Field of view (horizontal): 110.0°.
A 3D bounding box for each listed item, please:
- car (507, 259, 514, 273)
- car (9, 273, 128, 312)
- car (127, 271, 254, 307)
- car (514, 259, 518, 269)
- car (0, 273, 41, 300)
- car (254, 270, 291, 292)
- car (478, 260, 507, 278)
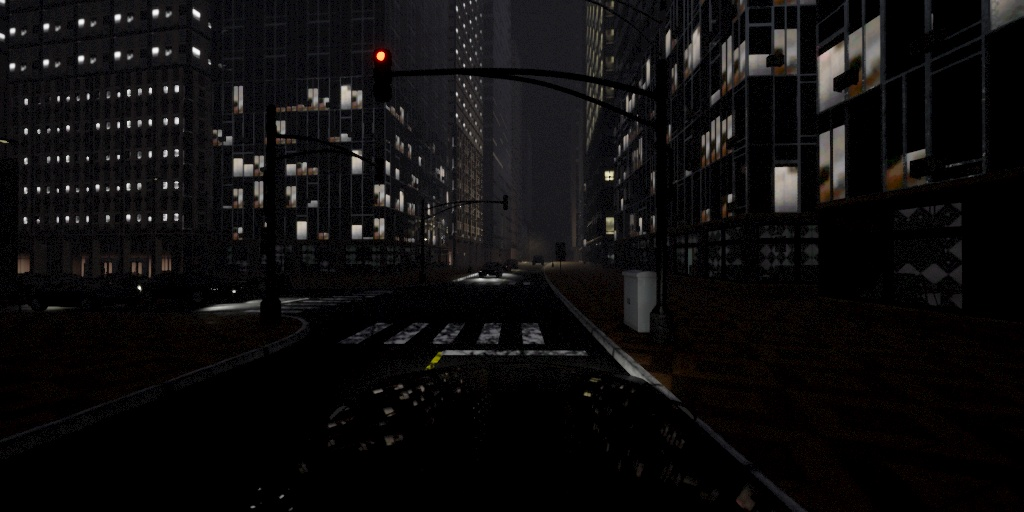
[{"bbox_3d":[-1.161,1.320,44.227,1.895,1.301,4.718,0,0,5],"label":"car"},{"bbox_3d":[-18.129,1.566,15.290,4.403,1.370,2.007,0,0,9],"label":"car"},{"bbox_3d":[-15.647,1.496,17.534,4.892,1.490,1.837,-1,0,10],"label":"car"},{"bbox_3d":[-0.134,1.179,54.626,1.882,1.535,5.008,0,0,7],"label":"car"},{"bbox_3d":[-25.833,1.651,19.138,5.008,1.535,1.882,-1,0,9],"label":"car"},{"bbox_3d":[-16.818,1.608,23.567,4.403,1.370,2.007,0,0,9],"label":"car"},{"bbox_3d":[-1.944,1.279,34.219,2.033,1.411,5.357,0,0,4],"label":"car"}]
